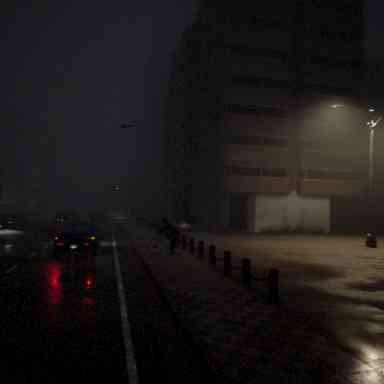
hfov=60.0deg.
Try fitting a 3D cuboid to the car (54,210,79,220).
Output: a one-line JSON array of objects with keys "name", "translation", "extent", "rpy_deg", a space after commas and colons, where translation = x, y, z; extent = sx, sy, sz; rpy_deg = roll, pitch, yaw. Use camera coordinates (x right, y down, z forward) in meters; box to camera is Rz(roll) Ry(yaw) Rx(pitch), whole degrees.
[{"name": "car", "translation": [-14.550, 2.858, 38.150], "extent": [1.837, 1.490, 4.892], "rpy_deg": [2, -2, -14]}]

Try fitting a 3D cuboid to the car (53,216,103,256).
[{"name": "car", "translation": [-5.341, 2.107, 15.727], "extent": [1.812, 1.442, 4.674], "rpy_deg": [2, -3, -14]}]

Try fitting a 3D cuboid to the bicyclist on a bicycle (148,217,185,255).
[{"name": "bicyclist on a bicycle", "translation": [-1.087, 1.927, 14.471], "extent": [1.656, 1.620, 0.582], "rpy_deg": [2, -3, -14]}]

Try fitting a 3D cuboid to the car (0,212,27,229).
[{"name": "car", "translation": [-16.188, 2.486, 29.571], "extent": [2.033, 1.411, 5.357], "rpy_deg": [2, -3, -14]}]

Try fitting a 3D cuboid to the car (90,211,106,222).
[{"name": "car", "translation": [-12.201, 3.150, 43.137], "extent": [1.812, 1.442, 4.674], "rpy_deg": [2, -2, -14]}]

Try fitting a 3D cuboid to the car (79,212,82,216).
[{"name": "car", "translation": [-16.760, 3.251, 46.946], "extent": [1.994, 1.385, 4.181], "rpy_deg": [2, -3, -14]}]
